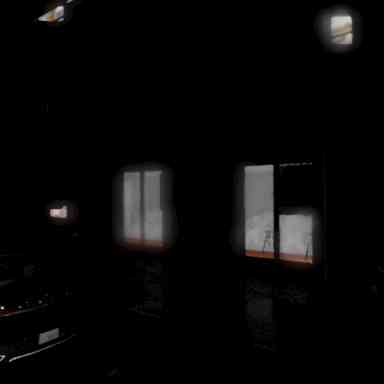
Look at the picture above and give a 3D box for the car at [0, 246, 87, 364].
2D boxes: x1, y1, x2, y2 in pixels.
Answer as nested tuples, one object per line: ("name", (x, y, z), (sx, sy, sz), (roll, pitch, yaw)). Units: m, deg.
("car", (-3.553, 1.559, 5.410), (4.403, 1.369, 2.008), (0, 0, 35))
